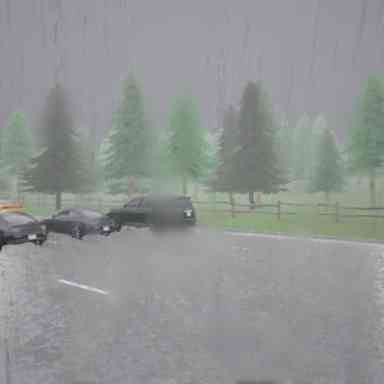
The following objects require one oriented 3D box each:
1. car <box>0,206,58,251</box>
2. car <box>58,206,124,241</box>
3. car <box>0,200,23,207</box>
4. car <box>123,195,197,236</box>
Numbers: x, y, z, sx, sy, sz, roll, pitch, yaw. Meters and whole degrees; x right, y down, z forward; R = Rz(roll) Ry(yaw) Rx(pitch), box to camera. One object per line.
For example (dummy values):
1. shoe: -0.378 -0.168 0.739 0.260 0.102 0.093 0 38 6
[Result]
1. car: -7.842 1.505 13.824 4.674 1.442 1.812 0 0 36
2. car: -5.810 1.505 16.673 4.674 1.442 1.812 0 0 36
3. car: -16.431 1.435 28.555 5.008 1.535 1.882 1 0 36
4. car: -2.334 1.206 18.468 5.566 2.045 2.150 0 0 36
